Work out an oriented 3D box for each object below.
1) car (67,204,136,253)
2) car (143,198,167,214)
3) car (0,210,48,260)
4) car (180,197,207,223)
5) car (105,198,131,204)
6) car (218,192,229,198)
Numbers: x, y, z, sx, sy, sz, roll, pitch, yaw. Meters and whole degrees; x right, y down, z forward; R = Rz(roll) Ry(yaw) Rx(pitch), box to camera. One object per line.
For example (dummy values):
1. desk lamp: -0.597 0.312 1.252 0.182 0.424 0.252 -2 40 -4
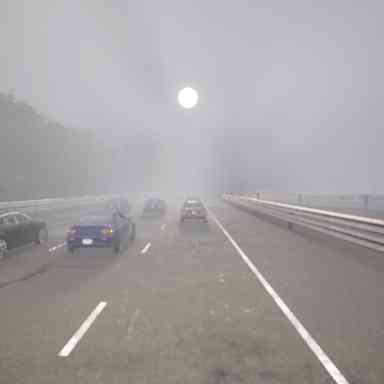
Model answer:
1. car: -3.413 1.422 13.113 1.812 1.442 4.674 0 0 0
2. car: -3.399 1.285 31.114 2.033 1.411 5.357 0 1 0
3. car: -6.900 1.398 11.895 2.128 1.511 4.902 0 0 0
4. car: 0.101 1.352 23.880 2.033 1.411 5.357 0 1 0
5. car: -6.898 1.285 31.078 2.033 1.411 5.357 0 1 0
6. car: 7.463 0.776 78.479 1.994 1.385 4.181 0 0 -10
